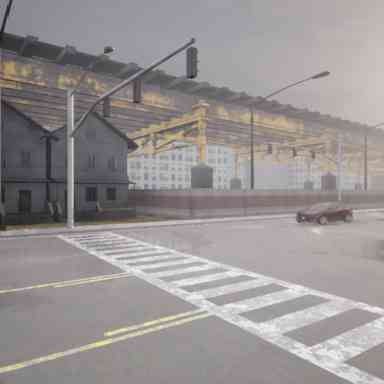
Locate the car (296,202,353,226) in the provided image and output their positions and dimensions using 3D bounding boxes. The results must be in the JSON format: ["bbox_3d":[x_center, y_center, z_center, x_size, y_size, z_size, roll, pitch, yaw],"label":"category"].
[{"bbox_3d":[9.454,1.477,23.610,5.008,1.535,1.882,0,0,-35],"label":"car"}]
